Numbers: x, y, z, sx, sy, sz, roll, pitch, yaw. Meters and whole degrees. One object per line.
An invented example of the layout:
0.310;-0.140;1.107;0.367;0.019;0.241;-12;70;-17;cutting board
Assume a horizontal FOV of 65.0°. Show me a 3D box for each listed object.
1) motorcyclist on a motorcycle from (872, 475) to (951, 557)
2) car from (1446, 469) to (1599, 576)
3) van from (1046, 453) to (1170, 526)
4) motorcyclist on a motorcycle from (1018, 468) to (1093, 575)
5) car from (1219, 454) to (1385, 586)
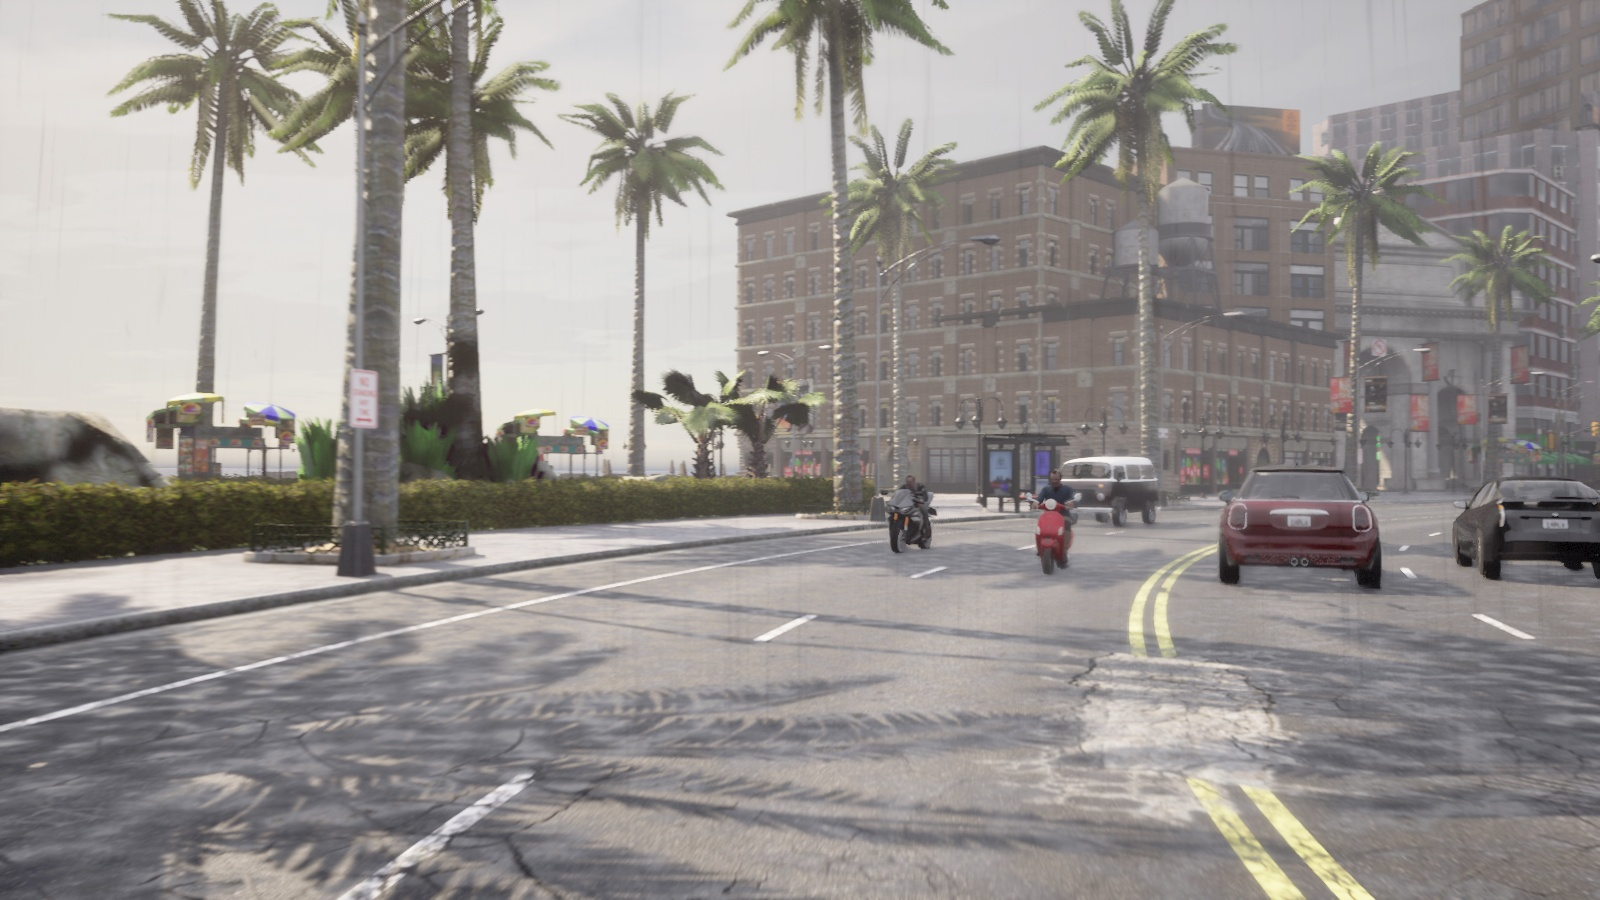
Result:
2.215;1.256;24.662;0.866;1.530;2.191;0;-1;24;motorcyclist on a motorcycle
11.728;1.064;20.149;2.007;1.525;4.514;-1;-1;22;car
9.233;1.136;37.358;2.069;2.038;4.480;-1;-1;35;van
4.027;1.086;19.692;0.866;1.590;1.817;0;-1;21;motorcyclist on a motorcycle
7.589;0.973;19.261;2.097;1.767;4.553;0;-1;20;car
